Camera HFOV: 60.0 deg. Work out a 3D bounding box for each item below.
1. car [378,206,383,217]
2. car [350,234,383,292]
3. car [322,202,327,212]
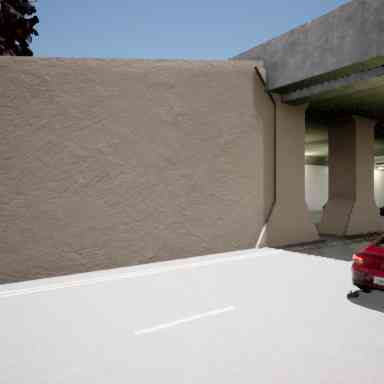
[{"bbox_3d":[18.925,1.548,30.191,5.357,1.411,2.033,0,0,-35],"label":"car"},{"bbox_3d":[5.463,1.525,7.639,4.674,1.442,1.812,0,0,-36],"label":"car"},{"bbox_3d":[14.740,1.224,31.530,5.566,2.045,2.150,0,0,-35],"label":"car"}]
